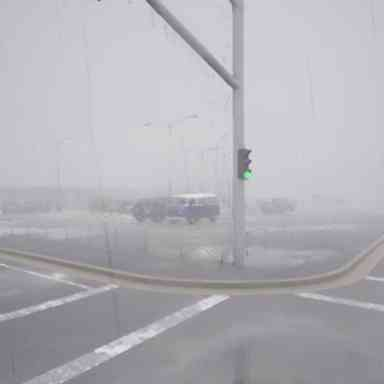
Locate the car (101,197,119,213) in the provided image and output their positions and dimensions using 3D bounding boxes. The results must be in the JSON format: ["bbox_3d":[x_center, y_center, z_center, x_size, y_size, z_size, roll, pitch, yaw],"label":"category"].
[{"bbox_3d":[-7.521,1.526,36.482,1.784,1.438,3.905,0,0,37],"label":"car"}]

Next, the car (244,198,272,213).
[{"bbox_3d":[8.458,1.527,43.394,1.970,1.475,3.806,0,0,37],"label":"car"}]

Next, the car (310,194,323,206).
[{"bbox_3d":[21.080,1.283,55.767,1.905,1.878,3.866,0,0,37],"label":"car"}]

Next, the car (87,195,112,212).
[{"bbox_3d":[-9.701,1.327,38.049,1.932,1.855,4.605,0,0,37],"label":"car"}]

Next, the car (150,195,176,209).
[{"bbox_3d":[-5.132,1.357,53.436,1.932,1.855,4.605,0,0,37],"label":"car"}]

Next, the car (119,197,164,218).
[{"bbox_3d":[-5.202,1.545,34.749,1.970,1.475,3.806,0,0,37],"label":"car"}]

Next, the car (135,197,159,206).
[{"bbox_3d":[-7.414,1.580,55.221,1.784,1.438,3.905,0,0,37],"label":"car"}]

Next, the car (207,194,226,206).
[{"bbox_3d":[5.338,1.367,67.484,1.905,1.878,3.866,0,0,37],"label":"car"}]

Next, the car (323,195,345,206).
[{"bbox_3d":[23.366,1.268,53.991,1.932,1.855,4.605,0,0,37],"label":"car"}]
